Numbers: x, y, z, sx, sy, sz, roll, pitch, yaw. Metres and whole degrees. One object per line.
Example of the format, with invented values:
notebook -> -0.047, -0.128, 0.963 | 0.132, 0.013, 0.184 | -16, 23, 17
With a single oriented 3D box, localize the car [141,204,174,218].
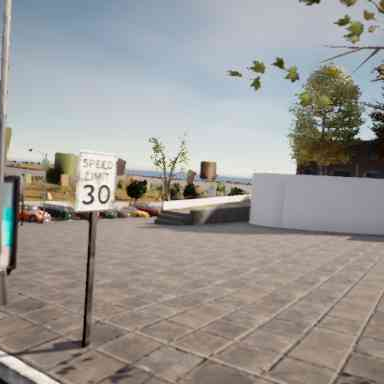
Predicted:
car -> -5.560, 3.058, 53.913 | 4.792, 1.488, 2.163 | 6, 2, 16

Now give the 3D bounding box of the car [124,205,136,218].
car -> -10.848, 2.808, 46.609 | 4.674, 1.452, 2.002 | 6, 2, 16

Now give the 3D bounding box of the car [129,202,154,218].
car -> -8.907, 2.871, 48.991 | 5.366, 1.575, 1.946 | 6, 2, 16

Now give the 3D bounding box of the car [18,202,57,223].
car -> -17.956, 2.290, 36.894 | 4.553, 1.767, 2.185 | 6, 2, 16

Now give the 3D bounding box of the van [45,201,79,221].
van -> -16.235, 2.270, 39.327 | 4.442, 1.987, 1.878 | 6, 3, 16

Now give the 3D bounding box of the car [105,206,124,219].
car -> -12.549, 2.435, 44.153 | 5.566, 2.045, 2.435 | 6, 2, 16

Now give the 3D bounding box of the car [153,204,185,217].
car -> -3.835, 3.115, 56.348 | 4.892, 1.521, 2.231 | 6, 2, 16

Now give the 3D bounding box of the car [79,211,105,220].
car -> -14.373, 2.342, 41.727 | 5.566, 2.045, 2.435 | 7, 3, 16

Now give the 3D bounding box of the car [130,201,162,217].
car -> -7.282, 2.693, 51.464 | 5.566, 2.045, 2.435 | 6, 2, 16
